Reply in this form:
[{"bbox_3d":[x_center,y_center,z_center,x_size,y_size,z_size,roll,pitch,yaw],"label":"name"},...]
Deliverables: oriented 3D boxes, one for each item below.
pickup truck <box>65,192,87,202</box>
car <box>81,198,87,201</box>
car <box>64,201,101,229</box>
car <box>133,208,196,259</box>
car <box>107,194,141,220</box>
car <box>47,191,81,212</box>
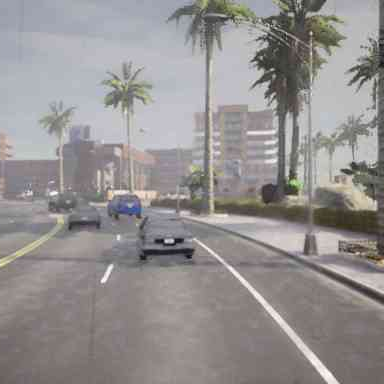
[{"bbox_3d":[-26.399,1.121,76.011,2.390,2.098,6.274,0,0,7],"label":"pickup truck"},{"bbox_3d":[-15.678,1.510,44.868,2.128,1.511,4.902,0,0,-41],"label":"car"},{"bbox_3d":[-7.136,1.572,22.150,1.994,1.385,4.181,0,0,-17],"label":"car"},{"bbox_3d":[-1.121,1.548,12.634,2.033,1.411,5.357,0,0,-10],"label":"car"},{"bbox_3d":[-5.920,1.227,28.867,2.150,2.045,5.566,0,0,-22],"label":"car"},{"bbox_3d":[-15.190,1.239,38.882,2.150,2.045,5.566,0,0,-35],"label":"car"}]
